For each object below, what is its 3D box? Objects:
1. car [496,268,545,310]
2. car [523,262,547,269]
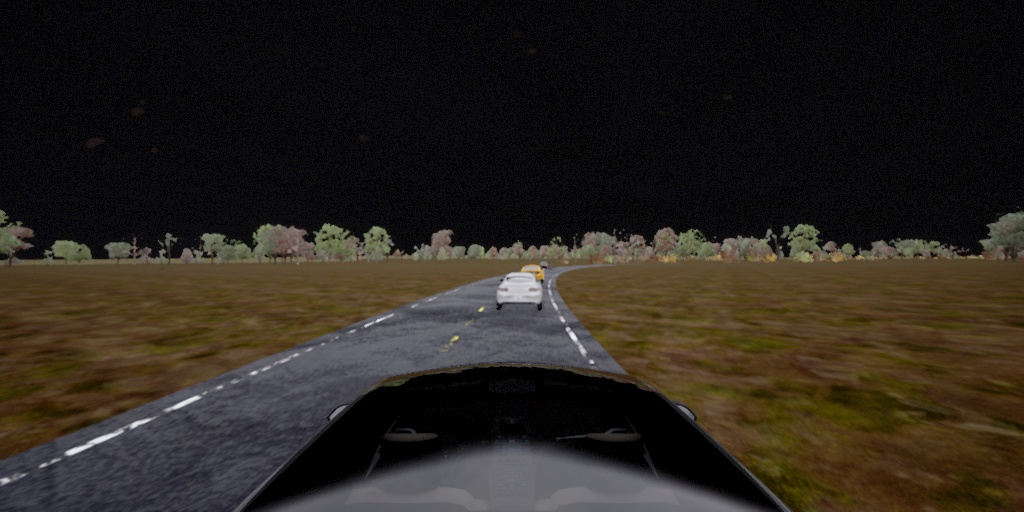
[{"bbox_3d":[0.399,1.420,15.629,1.812,1.442,4.674,0,0,4],"label":"car"},{"bbox_3d":[1.761,1.521,30.823,1.882,1.535,5.008,0,0,8],"label":"car"}]
